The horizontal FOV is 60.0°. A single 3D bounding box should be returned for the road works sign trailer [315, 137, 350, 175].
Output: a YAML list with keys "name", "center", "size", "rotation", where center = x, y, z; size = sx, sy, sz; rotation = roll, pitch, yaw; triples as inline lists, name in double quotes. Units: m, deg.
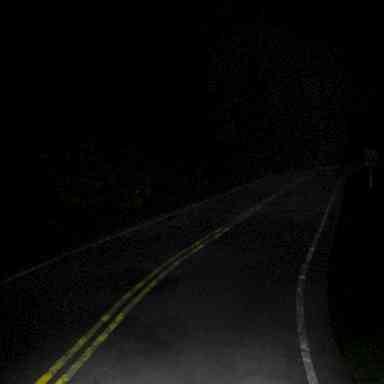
- name: "road works sign trailer"
  center: [14.101, -3.756, 33.796]
  size: [2.380, 3.560, 2.880]
  rotation: [4, 15, 44]

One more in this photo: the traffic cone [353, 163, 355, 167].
- name: "traffic cone"
  center: [20.922, -3.531, 42.974]
  size: [0.340, 0.580, 0.340]
  rotation: [2, 8, 44]
